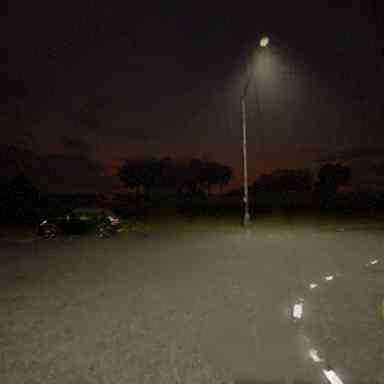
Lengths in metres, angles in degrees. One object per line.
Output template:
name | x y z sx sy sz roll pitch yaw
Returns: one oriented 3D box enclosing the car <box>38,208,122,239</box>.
car | -6.473 1.775 19.450 4.553 1.767 2.097 -1 -2 0
